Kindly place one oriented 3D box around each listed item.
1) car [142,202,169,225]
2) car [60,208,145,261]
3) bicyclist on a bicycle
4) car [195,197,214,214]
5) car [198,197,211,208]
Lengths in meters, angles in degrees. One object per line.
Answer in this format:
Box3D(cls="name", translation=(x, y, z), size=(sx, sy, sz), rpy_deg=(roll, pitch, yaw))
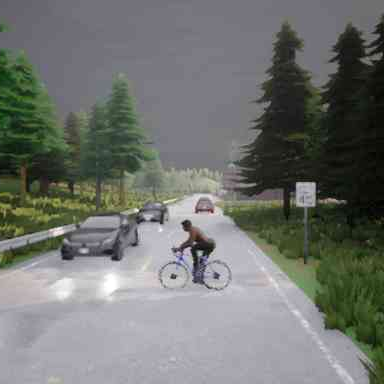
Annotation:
Box3D(cls="car", translation=(-2.749, 1.483, 23.907), size=(2.128, 1.511, 4.902), rpy_deg=(0, 0, 2))
Box3D(cls="car", translation=(-3.180, 1.521, 12.373), size=(1.812, 1.442, 4.674), rpy_deg=(0, 0, 2))
Box3D(cls="bicyclist on a bicycle", translation=(0.057, 1.452, 7.547), size=(1.656, 1.620, 0.582), rpy_deg=(-2, 0, 2))
Box3D(cls="car", translation=(1.361, 1.551, 36.049), size=(1.994, 1.385, 4.181), rpy_deg=(0, 0, 2))
Box3D(cls="car", translation=(1.798, 1.487, 48.557), size=(1.837, 1.490, 4.892), rpy_deg=(0, 0, 3))
